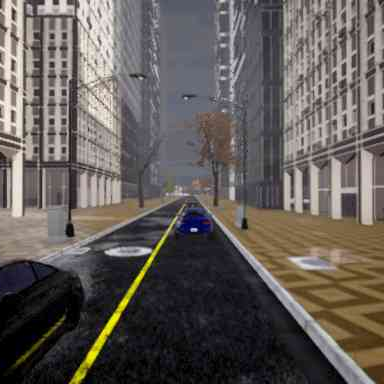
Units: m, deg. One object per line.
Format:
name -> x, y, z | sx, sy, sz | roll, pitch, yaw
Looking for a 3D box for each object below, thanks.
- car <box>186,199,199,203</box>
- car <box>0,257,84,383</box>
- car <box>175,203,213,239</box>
car -> 0.083, 1.589, 40.154 | 2.033, 1.411, 5.357 | 0, 0, 0
car -> -2.852, 1.568, 4.073 | 1.994, 1.385, 4.181 | 0, 0, 0
car -> 0.093, 1.544, 17.330 | 1.812, 1.442, 4.674 | 0, 0, 0
